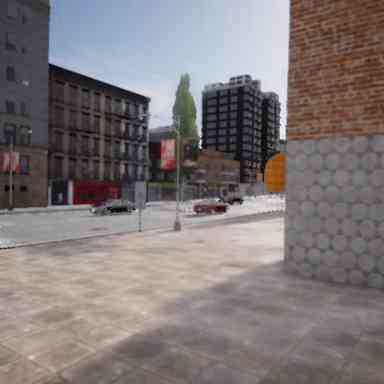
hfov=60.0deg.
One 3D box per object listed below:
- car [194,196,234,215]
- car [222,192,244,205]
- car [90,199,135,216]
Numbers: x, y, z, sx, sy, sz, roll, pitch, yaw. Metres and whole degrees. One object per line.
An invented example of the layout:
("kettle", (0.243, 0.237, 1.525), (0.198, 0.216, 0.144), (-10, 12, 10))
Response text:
("car", (2.164, 1.581, 35.446), (1.882, 1.535, 5.008), (2, 1, 35))
("car", (6.169, 1.028, 52.475), (2.150, 2.045, 5.566), (2, 1, 35))
("car", (-7.757, 1.492, 32.779), (2.128, 1.511, 4.902), (2, 1, 35))
